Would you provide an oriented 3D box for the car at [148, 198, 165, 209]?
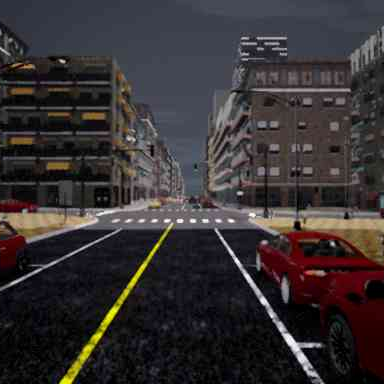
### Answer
[{"bbox_3d":[-5.679,1.803,51.285,1.752,1.417,4.829,1,0,0],"label":"car"}]

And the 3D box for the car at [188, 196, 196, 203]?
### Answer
[{"bbox_3d":[0.008,1.951,82.808,1.837,1.490,4.892,0,0,0],"label":"car"}]

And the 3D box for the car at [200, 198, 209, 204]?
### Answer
[{"bbox_3d":[2.703,1.983,73.533,1.802,1.307,4.206,1,0,0],"label":"car"}]

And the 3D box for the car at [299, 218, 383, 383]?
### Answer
[{"bbox_3d":[2.700,1.329,2.369,2.192,1.841,5.009,1,0,0],"label":"car"}]

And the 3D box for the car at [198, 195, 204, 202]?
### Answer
[{"bbox_3d":[2.703,1.779,62.488,1.967,1.590,4.097,1,0,0],"label":"car"}]

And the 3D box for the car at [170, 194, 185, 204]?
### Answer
[{"bbox_3d":[-2.995,1.742,71.008,2.097,1.767,4.553,0,0,0],"label":"car"}]

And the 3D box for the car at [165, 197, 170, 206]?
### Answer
[{"bbox_3d":[-5.679,1.884,62.501,1.887,1.381,4.507,1,0,0],"label":"car"}]

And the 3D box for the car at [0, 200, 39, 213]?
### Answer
[{"bbox_3d":[-17.250,1.433,32.333,4.507,1.381,1.887,1,-2,0],"label":"car"}]

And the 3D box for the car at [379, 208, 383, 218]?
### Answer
[{"bbox_3d":[20.849,1.925,32.651,4.097,1.590,1.967,1,-2,0],"label":"car"}]

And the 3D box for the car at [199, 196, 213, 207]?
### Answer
[{"bbox_3d":[2.702,1.854,56.963,1.887,1.381,4.507,1,0,0],"label":"car"}]

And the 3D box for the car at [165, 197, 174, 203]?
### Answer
[{"bbox_3d":[-5.677,1.987,84.425,1.752,1.417,4.829,1,0,0],"label":"car"}]

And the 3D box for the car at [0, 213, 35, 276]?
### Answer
[{"bbox_3d":[-5.681,1.483,7.930,1.967,1.590,4.097,1,0,0],"label":"car"}]

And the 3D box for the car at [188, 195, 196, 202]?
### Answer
[{"bbox_3d":[0.007,1.798,93.202,2.097,1.767,4.553,0,0,0],"label":"car"}]

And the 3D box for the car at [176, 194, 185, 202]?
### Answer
[{"bbox_3d":[-2.994,1.461,87.397,2.150,2.045,5.566,0,0,0],"label":"car"}]

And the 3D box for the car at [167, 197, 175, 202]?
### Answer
[{"bbox_3d":[-5.677,2.045,90.119,2.008,1.369,4.403,1,0,0],"label":"car"}]

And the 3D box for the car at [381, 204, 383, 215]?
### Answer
[{"bbox_3d":[26.260,2.220,41.002,4.829,1.417,1.752,1,-2,0],"label":"car"}]

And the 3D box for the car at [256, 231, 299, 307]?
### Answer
[{"bbox_3d":[2.698,1.588,7.928,1.887,1.381,4.507,1,0,0],"label":"car"}]
